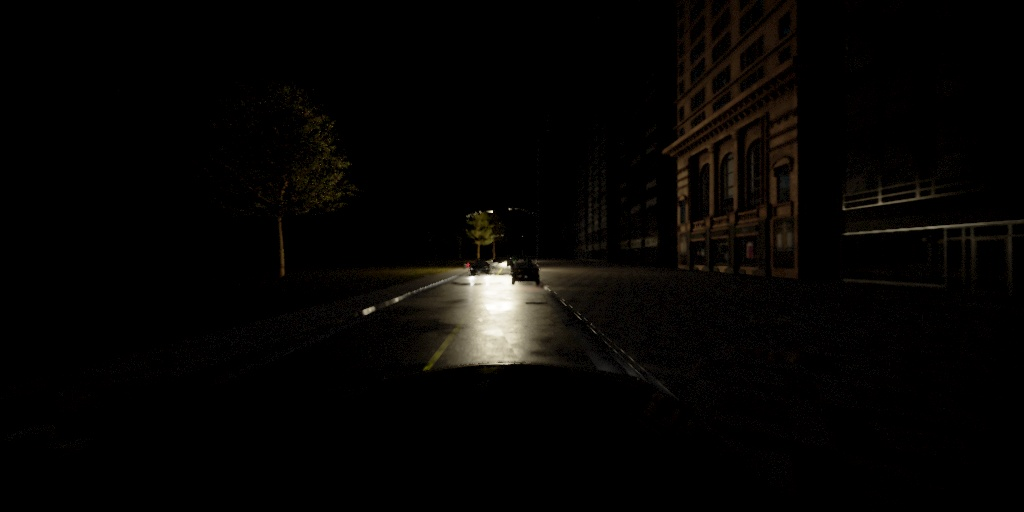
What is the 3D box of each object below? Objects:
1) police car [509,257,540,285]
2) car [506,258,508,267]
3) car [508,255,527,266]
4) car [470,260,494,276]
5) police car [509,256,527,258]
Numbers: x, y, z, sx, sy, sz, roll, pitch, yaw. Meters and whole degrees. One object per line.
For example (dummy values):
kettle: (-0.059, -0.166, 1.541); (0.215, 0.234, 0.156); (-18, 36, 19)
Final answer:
police car: (0.904, 1.125, 25.694); (1.930, 1.638, 5.238); (0, 0, 0)
car: (0.011, 1.122, 60.566); (2.033, 1.411, 5.357); (0, 0, 0)
car: (0.905, 0.874, 41.614); (2.150, 2.045, 5.566); (0, 0, 0)
car: (-3.083, 1.195, 35.909); (1.812, 1.442, 4.674); (0, 0, 0)
police car: (0.906, 1.096, 35.694); (1.930, 1.638, 5.238); (0, 0, 0)
